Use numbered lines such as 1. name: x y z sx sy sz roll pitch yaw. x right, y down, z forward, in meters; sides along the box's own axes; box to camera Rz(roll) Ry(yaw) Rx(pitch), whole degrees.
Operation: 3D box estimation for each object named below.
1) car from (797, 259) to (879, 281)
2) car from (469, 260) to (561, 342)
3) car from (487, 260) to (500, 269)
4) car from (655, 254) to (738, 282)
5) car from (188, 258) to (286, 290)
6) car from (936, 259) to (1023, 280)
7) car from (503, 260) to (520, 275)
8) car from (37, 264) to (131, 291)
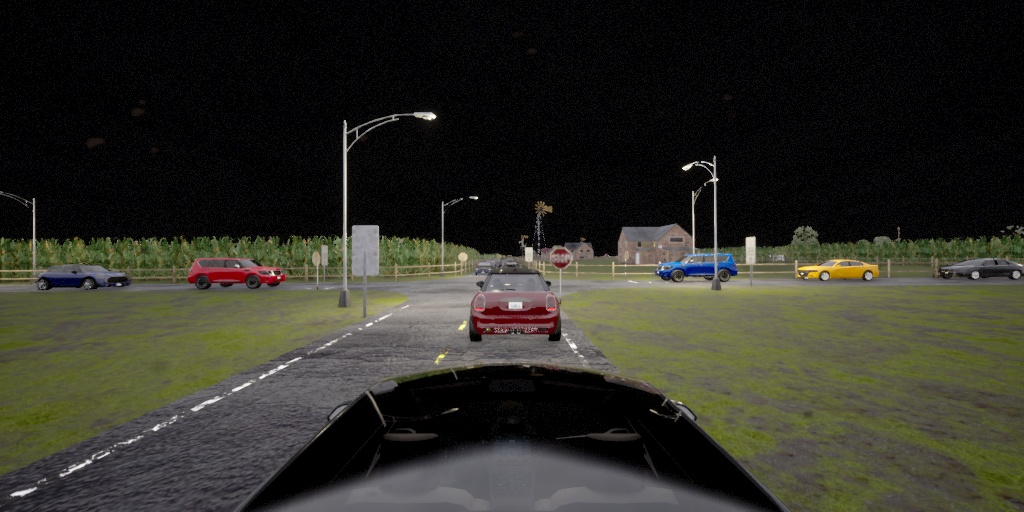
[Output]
1. car: 23.871 1.014 26.377 5.008 1.535 1.882 -1 0 1
2. car: 0.058 1.103 9.982 2.097 1.767 4.553 0 0 -1
3. car: -3.003 1.360 59.435 1.994 1.385 4.181 0 0 0
4. car: 13.564 0.851 26.519 5.566 2.045 2.150 -1 0 0
5. car: -18.351 1.127 24.010 5.566 2.045 2.150 -1 0 1
6. car: 34.233 0.949 26.230 4.892 1.490 1.837 -1 0 0
7. car: -0.037 1.275 39.833 1.837 1.490 4.892 0 0 0
8. car: -28.684 1.352 24.151 4.553 1.767 2.097 -1 0 1
